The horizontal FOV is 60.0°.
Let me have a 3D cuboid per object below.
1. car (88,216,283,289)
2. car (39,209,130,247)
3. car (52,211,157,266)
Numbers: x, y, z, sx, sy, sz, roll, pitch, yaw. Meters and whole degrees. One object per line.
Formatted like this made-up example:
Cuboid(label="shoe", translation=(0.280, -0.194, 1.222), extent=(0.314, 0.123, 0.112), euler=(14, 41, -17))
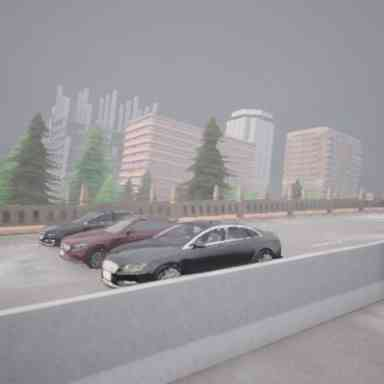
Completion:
Cuboid(label="car", translation=(0.207, 1.497, 8.438), extent=(4.902, 1.511, 2.128), euler=(0, 0, -35))
Cuboid(label="car", translation=(-3.818, 1.509, 14.165), extent=(4.892, 1.490, 1.837), euler=(0, 0, -35))
Cuboid(label="car", translation=(-1.946, 1.531, 11.202), extent=(4.674, 1.442, 1.812), euler=(0, 0, -35))
